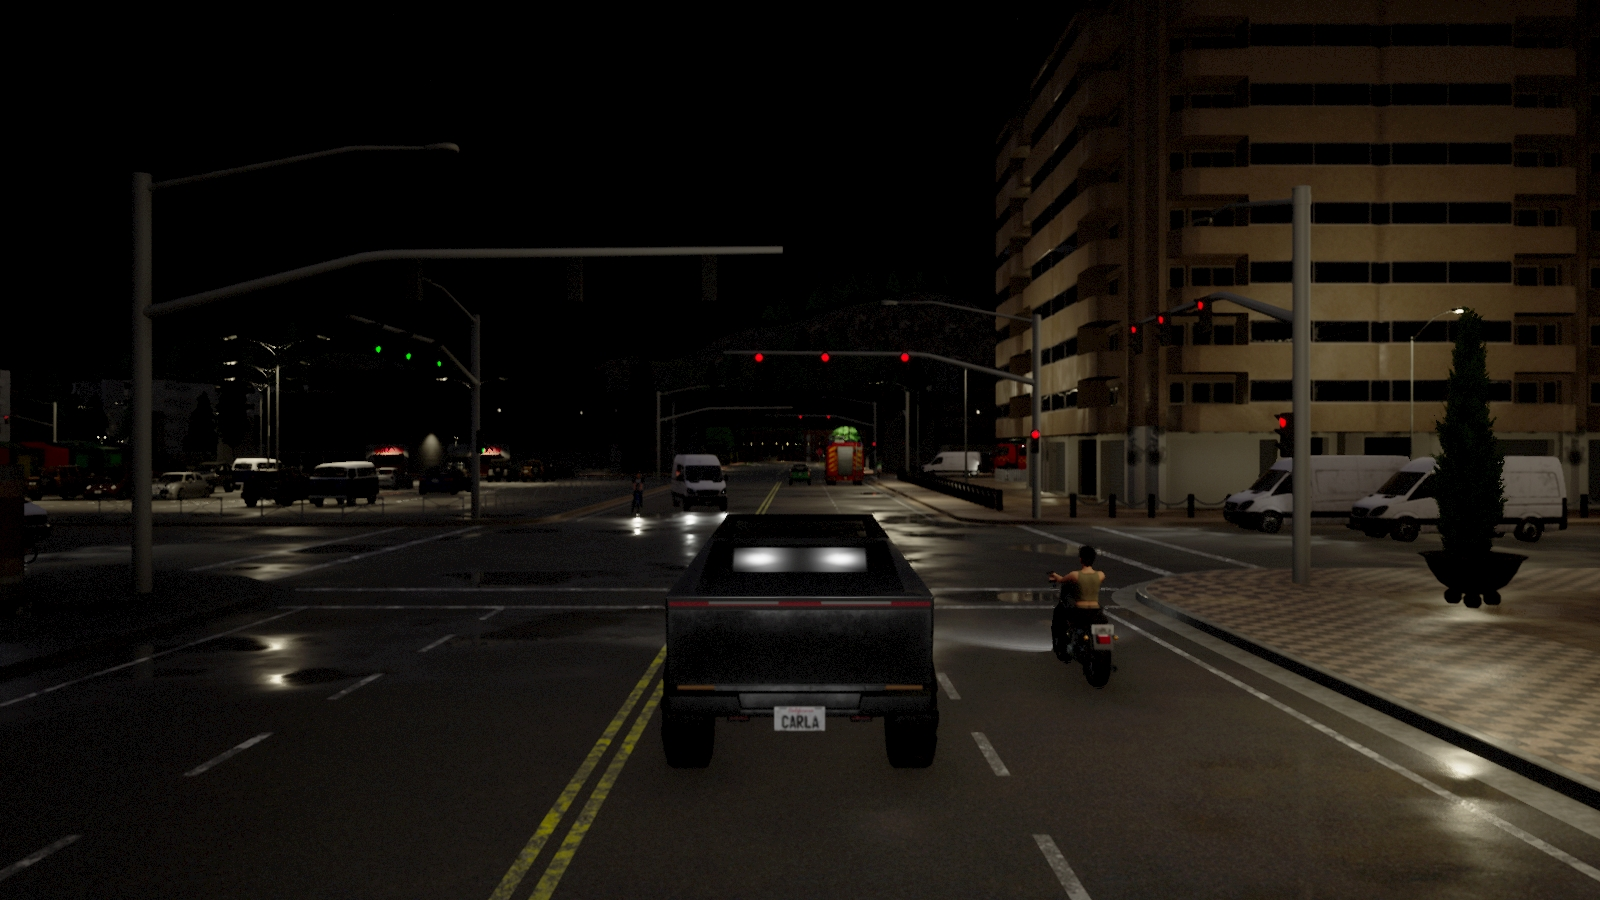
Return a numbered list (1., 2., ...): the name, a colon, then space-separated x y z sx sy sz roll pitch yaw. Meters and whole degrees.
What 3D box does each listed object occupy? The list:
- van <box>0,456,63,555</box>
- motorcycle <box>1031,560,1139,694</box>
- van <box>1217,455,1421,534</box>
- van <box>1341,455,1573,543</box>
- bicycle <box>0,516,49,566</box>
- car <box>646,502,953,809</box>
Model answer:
1. van: -23.476 1.460 30.806 5.915 2.561 1.988 0 0 0
2. motorcycle: 3.500 2.145 14.276 0.764 1.307 2.356 0 0 0
3. van: 17.279 1.456 38.252 5.915 2.561 1.988 0 0 0
4. van: 19.885 1.458 34.765 5.915 2.561 1.988 0 0 0
5. bicycle: -18.973 2.160 27.314 1.487 1.126 0.859 0 0 0
6. car: -0.002 1.746 12.024 2.390 2.098 6.274 0 0 0
